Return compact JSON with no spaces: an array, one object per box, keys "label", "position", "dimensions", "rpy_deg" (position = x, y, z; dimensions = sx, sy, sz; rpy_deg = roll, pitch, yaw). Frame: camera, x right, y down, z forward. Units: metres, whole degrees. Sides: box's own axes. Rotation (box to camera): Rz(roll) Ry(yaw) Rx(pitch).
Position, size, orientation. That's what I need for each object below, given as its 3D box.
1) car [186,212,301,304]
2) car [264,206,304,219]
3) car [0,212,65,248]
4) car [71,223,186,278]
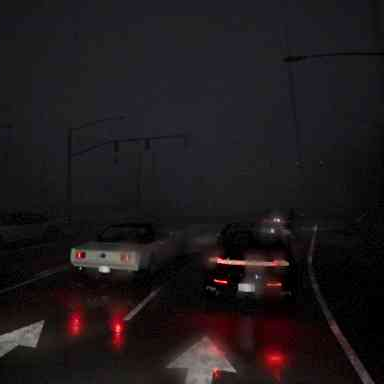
[{"label":"car","position":[1.526,1.488,8.279],"dimensions":[2.128,1.511,4.902],"rpy_deg":[0,0,13]},{"label":"car","position":[4.575,1.497,17.166],"dimensions":[1.837,1.490,4.892],"rpy_deg":[0,0,21]},{"label":"car","position":[-7.814,1.595,14.429],"dimensions":[1.895,1.301,4.718],"rpy_deg":[0,0,19]},{"label":"car","position":[-1.547,1.596,10.263],"dimensions":[1.895,1.301,4.718],"rpy_deg":[0,0,15]}]
